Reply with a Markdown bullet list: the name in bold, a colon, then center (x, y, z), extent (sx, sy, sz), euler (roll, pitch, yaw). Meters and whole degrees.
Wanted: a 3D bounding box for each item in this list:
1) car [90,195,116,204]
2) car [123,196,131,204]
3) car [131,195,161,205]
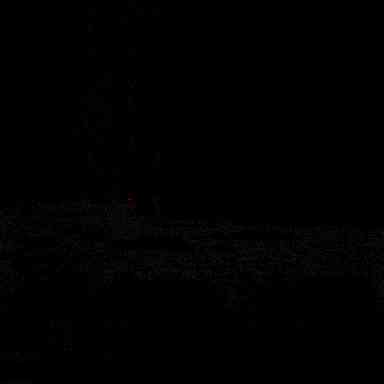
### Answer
- **car**: center (-15.639, 1.243, 58.451), extent (2.128, 1.511, 4.902), euler (1, 0, 36)
- **car**: center (-9.425, 1.333, 55.808), extent (1.812, 1.442, 4.674), euler (1, 0, 37)
- **car**: center (-7.034, 1.183, 53.566), extent (2.097, 1.767, 4.553), euler (1, 0, 36)
